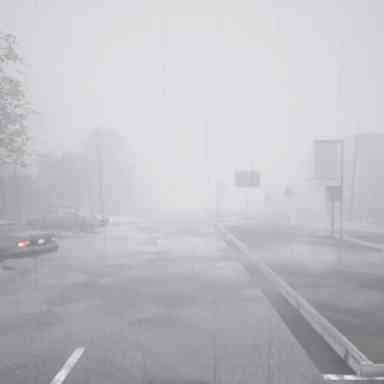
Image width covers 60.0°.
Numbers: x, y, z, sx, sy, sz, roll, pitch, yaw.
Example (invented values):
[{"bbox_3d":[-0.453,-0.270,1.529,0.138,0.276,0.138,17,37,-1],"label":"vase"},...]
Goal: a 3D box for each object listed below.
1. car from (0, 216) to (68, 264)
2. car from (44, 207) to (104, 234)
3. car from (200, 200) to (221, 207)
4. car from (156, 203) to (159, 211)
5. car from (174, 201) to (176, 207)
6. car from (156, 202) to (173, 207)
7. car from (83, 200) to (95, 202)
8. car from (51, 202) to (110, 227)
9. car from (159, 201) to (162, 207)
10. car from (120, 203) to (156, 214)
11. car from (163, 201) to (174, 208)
[{"bbox_3d":[-7.403,1.699,11.821,5.357,1.411,2.033,0,-1,18],"label":"car"},{"bbox_3d":[-8.317,1.871,21.017,4.674,1.452,2.002,0,-1,0],"label":"car"},{"bbox_3d":[5.307,3.465,89.339,4.892,1.521,2.231,0,-2,0],"label":"car"},{"bbox_3d":[-8.093,2.557,51.791,4.892,1.521,2.231,0,-1,0],"label":"car"},{"bbox_3d":[-7.760,3.539,92.253,5.008,1.535,2.097,0,-2,0],"label":"car"},{"bbox_3d":[-7.734,3.661,95.037,4.674,1.452,2.002,0,-2,0],"label":"car"},{"bbox_3d":[-22.879,2.603,71.689,4.553,1.767,2.097,1,1,0],"label":"car"},{"bbox_3d":[-8.363,1.778,24.191,4.553,1.767,2.185,0,-1,0],"label":"car"},{"bbox_3d":[-8.076,2.633,55.063,5.008,1.535,2.097,0,-1,0],"label":"car"},{"bbox_3d":[-8.123,2.519,48.515,4.674,1.452,2.002,0,-1,1],"label":"car"},{"bbox_3d":[-7.796,3.387,86.687,5.008,1.535,2.097,0,-1,1],"label":"car"}]
